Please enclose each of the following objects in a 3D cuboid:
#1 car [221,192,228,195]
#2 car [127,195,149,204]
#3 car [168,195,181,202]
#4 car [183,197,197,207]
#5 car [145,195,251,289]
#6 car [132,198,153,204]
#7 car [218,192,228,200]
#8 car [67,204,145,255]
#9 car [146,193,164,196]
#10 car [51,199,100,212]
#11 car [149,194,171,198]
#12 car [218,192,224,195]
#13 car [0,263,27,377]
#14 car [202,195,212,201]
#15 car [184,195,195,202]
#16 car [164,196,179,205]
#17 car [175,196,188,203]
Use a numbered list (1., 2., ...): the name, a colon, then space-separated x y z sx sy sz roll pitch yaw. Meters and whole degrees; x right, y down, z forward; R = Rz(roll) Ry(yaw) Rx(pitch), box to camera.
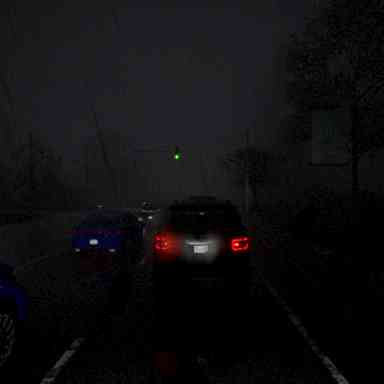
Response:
1. car: 6.596 1.350 78.424 2.097 1.767 4.553 0 0 10
2. car: -8.026 1.564 48.479 1.994 1.385 4.181 0 0 6
3. car: -4.066 1.525 78.304 2.128 1.511 4.902 0 0 9
4. car: -0.290 1.525 52.679 1.812 1.442 4.674 0 0 5
5. car: 0.254 1.223 9.296 2.150 2.045 5.566 0 0 1
6. car: -2.651 1.492 24.754 2.128 1.511 4.902 0 0 3
7. car: 8.382 1.093 88.590 2.150 2.045 5.566 0 0 11
8. car: -3.133 1.478 13.345 1.882 1.535 5.008 0 0 2
9. car: -7.001 1.221 57.779 2.150 2.045 5.566 0 0 7
10. car: -12.901 1.548 37.366 5.357 1.411 2.033 0 0 0
11. car: -4.495 1.477 48.612 1.882 1.535 5.008 0 0 6
12. car: 0.679 1.225 21.435 2.150 2.045 5.566 0 0 3
13. car: -3.362 1.222 2.237 2.150 2.045 5.566 0 0 0
14. car: 3.821 1.524 83.011 1.812 1.442 4.674 0 0 10
15. car: -0.550 1.478 78.121 1.882 1.535 5.008 0 0 9
16. car: -3.460 1.526 57.872 1.812 1.442 4.674 0 0 7
17. car: -2.111 1.564 67.862 1.994 1.385 4.181 0 0 9
